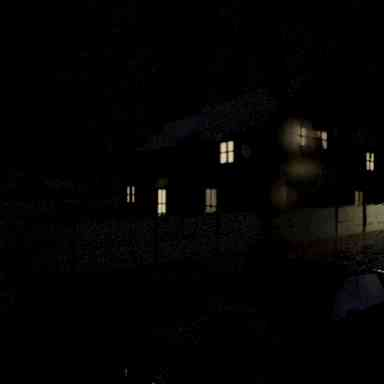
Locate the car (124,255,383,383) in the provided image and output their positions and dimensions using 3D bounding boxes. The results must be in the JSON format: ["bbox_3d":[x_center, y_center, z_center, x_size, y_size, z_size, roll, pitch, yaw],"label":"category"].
[{"bbox_3d":[1.344,1.540,3.981,4.181,1.385,1.994,0,0,-35],"label":"car"}]
